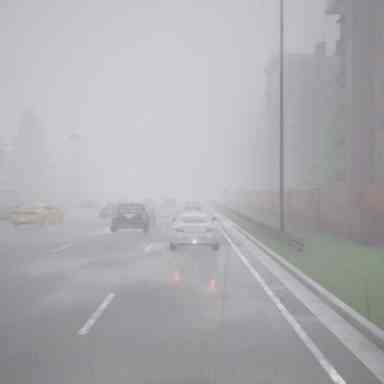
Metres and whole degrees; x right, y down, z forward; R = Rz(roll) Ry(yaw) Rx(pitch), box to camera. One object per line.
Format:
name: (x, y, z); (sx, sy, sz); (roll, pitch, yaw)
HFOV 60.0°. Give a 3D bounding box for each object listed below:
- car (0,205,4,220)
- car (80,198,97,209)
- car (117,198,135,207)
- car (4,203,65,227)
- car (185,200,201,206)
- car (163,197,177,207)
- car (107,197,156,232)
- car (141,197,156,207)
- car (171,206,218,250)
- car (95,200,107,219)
car: (-13.906, 1.593, 26.169); (1.994, 1.385, 4.181); (0, 0, 0)
car: (-13.913, 1.558, 45.852); (1.837, 1.490, 4.892); (0, 0, 0)
car: (-10.415, 1.624, 52.992); (1.994, 1.385, 4.181); (0, 0, 0)
car: (-10.406, 1.503, 22.878); (1.882, 1.535, 5.008); (0, 0, 0)
car: (0.089, 1.647, 39.618); (1.895, 1.301, 4.718); (0, 0, 0)
car: (-3.415, 1.565, 52.124); (1.837, 1.490, 4.892); (0, 0, 0)
car: (-3.407, 1.375, 20.191); (2.097, 1.767, 4.553); (0, 0, 0)
car: (-6.917, 1.568, 53.666); (1.837, 1.490, 4.892); (0, 0, 0)
car: (0.097, 1.542, 14.227); (1.812, 1.442, 4.674); (0, 0, 0)
car: (-6.909, 1.598, 29.898); (1.994, 1.385, 4.181); (0, 0, 0)
